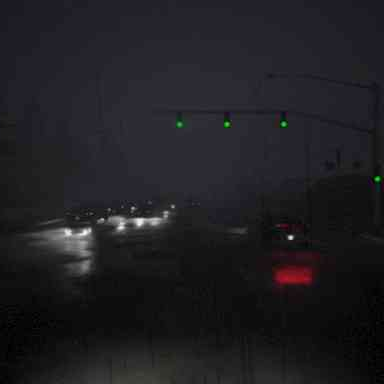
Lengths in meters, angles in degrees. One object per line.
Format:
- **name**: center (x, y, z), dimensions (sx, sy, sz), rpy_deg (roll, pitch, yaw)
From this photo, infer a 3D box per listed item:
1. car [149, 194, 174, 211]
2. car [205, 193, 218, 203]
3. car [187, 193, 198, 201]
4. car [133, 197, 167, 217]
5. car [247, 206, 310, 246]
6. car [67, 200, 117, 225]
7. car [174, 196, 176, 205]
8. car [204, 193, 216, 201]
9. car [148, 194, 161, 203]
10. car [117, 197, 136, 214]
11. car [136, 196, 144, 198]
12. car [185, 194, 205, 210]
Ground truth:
- **car**: center (-3.546, 1.121, 37.497), dimensions (2.097, 1.767, 4.553), rpy_deg (0, 0, 0)
- **car**: center (3.550, 1.131, 57.772), dimensions (1.812, 1.442, 4.674), rpy_deg (0, 0, 0)
- **car**: center (0.059, 1.049, 67.706), dimensions (2.128, 1.511, 4.902), rpy_deg (0, 0, 0)
- **car**: center (-3.555, 1.392, 28.903), dimensions (1.994, 1.385, 4.181), rpy_deg (0, 0, 0)
- **car**: center (3.609, 1.388, 14.570), dimensions (1.837, 1.490, 4.892), rpy_deg (0, 0, 0)
- **car**: center (-7.107, 1.371, 23.196), dimensions (2.128, 1.511, 4.902), rpy_deg (0, 0, 1)
- **car**: center (-3.492, 1.153, 50.941), dimensions (1.882, 1.535, 5.008), rpy_deg (0, 0, 1)
- **car**: center (3.559, 1.023, 67.023), dimensions (2.128, 1.511, 4.902), rpy_deg (0, 0, 0)
- **car**: center (-6.946, 1.132, 62.025), dimensions (1.882, 1.535, 5.008), rpy_deg (0, 0, 0)
- **car**: center (-7.065, 1.416, 32.459), dimensions (1.895, 1.301, 4.718), rpy_deg (0, 0, 0)
- **car**: center (-7.036, 1.277, 44.717), dimensions (2.033, 1.411, 5.357), rpy_deg (0, 0, 0)
- **car**: center (0.132, 1.298, 38.323), dimensions (2.033, 1.411, 5.357), rpy_deg (0, 0, 0)
